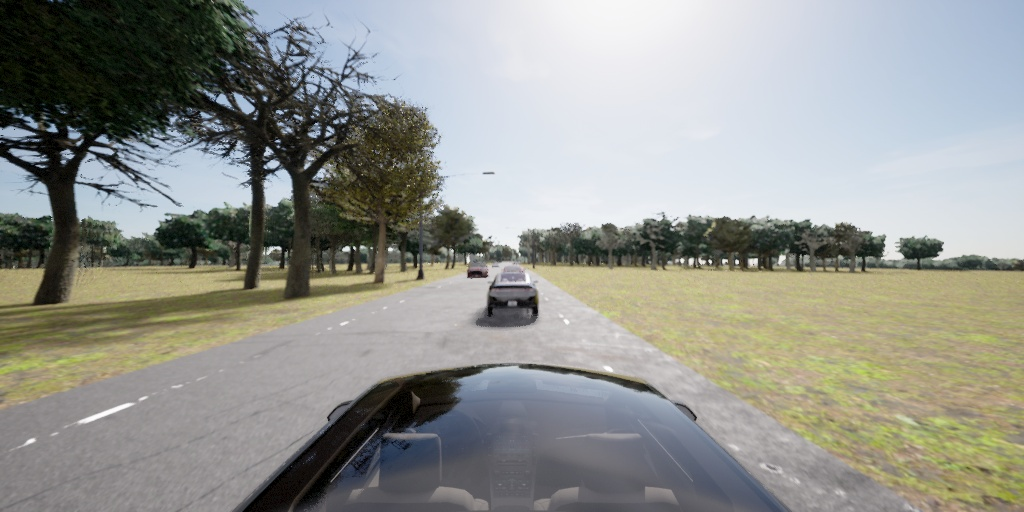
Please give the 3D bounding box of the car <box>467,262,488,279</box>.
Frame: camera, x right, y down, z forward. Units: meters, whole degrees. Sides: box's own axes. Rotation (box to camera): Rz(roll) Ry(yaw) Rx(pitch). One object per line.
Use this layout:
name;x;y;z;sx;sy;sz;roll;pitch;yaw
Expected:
car;-3.585;1.443;38.271;2.097;1.767;4.553;0;-1;0

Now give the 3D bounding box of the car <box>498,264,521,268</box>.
car;0.065;1.510;30.307;1.882;1.535;5.008;0;0;1

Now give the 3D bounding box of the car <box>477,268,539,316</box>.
car;0.042;1.379;14.109;2.128;1.511;4.902;0;-1;1
